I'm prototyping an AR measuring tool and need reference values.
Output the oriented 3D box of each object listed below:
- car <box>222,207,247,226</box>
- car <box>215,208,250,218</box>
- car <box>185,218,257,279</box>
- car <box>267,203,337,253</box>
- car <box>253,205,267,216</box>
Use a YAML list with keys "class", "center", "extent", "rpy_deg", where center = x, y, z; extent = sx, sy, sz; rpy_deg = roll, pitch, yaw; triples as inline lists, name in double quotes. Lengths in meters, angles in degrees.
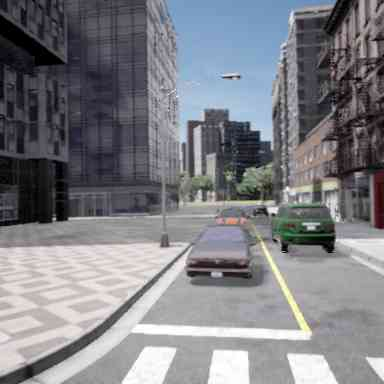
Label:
- class: "car"
  center: [4.046, 2.219, 31.122]
  extent: [2.128, 1.511, 4.902]
  rpy_deg: [-1, -1, 8]
- class: "car"
  center: [2.575, 1.860, 21.086]
  extent: [2.097, 1.767, 4.553]
  rpy_deg: [-1, -1, 8]
- class: "car"
  center: [1.183, 1.834, 11.337]
  extent: [2.033, 1.411, 5.357]
  rpy_deg: [-1, -2, 12]
- class: "car"
  center: [5.003, 1.549, 15.521]
  extent: [2.150, 2.045, 5.566]
  rpy_deg: [-1, -1, 8]
- class: "car"
  center: [9.274, 2.468, 44.927]
  extent: [1.837, 1.490, 4.892]
  rpy_deg: [-1, -1, 8]
